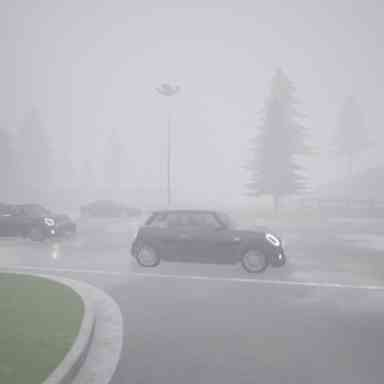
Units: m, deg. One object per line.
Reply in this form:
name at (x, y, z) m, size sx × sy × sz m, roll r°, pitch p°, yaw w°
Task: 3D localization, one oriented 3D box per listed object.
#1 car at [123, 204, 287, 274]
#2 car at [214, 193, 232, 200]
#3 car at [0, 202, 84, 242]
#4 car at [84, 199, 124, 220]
car at (0.530, 1.280, 10.118) m, size 4.553 × 1.767 × 2.097 m, roll 0°, pitch 0°, yaw 14°
car at (6.426, 0.970, 69.769) m, size 2.128 × 1.511 × 4.902 m, roll 0°, pitch 0°, yaw -31°
car at (-7.891, 1.312, 15.837) m, size 4.553 × 1.767 × 2.097 m, roll 0°, pitch 0°, yaw 14°
car at (-6.389, 1.356, 26.286) m, size 5.008 × 1.535 × 1.882 m, roll 0°, pitch 0°, yaw 14°
